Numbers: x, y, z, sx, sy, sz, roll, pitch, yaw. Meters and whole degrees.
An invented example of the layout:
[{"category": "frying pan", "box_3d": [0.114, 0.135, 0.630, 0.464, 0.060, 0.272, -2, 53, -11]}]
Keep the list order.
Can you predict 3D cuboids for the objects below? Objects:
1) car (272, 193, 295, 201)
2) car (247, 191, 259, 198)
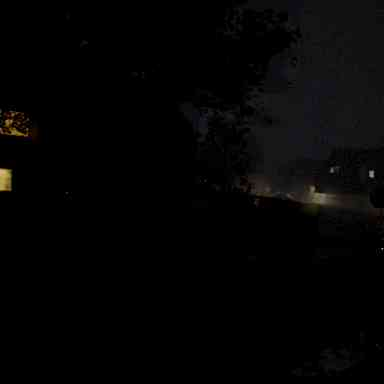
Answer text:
[{"category": "car", "box_3d": [12.468, 0.901, 45.961, 2.033, 1.411, 5.357, 2, 1, -3]}, {"category": "car", "box_3d": [11.407, 0.487, 64.042, 2.033, 1.411, 5.357, 2, 1, -3]}]
